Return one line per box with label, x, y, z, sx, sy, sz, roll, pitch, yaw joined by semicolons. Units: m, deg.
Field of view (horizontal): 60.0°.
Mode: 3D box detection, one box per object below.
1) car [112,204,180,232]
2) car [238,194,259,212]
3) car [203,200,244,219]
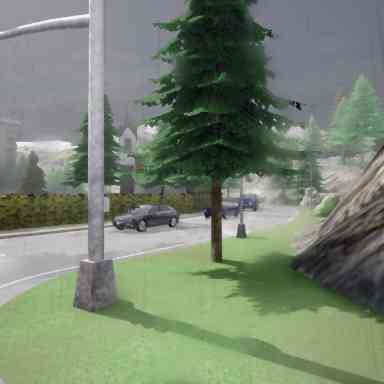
car;-2.684;1.505;20.357;1.837;1.490;4.892;0;0;35
car;6.815;1.223;39.921;2.150;2.045;5.566;0;0;16
car;2.693;1.601;29.146;1.895;1.301;4.718;0;0;26
